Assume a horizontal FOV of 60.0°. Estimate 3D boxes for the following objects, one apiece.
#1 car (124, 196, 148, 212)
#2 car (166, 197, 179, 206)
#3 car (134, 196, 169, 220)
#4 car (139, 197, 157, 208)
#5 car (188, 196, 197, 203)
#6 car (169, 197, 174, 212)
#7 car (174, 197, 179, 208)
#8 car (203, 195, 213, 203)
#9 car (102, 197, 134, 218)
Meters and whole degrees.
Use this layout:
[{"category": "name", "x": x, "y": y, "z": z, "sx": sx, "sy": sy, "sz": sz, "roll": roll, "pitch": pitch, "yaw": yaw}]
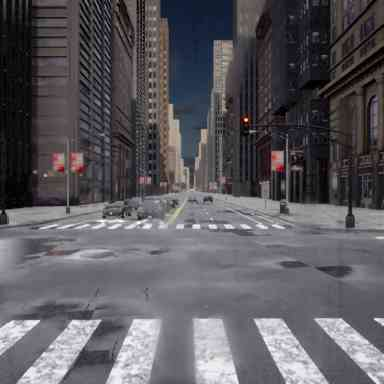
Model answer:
[{"category": "car", "x": -6.598, "y": 1.329, "z": 39.744, "sx": 2.097, "sy": 1.767, "sz": 4.553, "roll": 0, "pitch": 0, "yaw": 0}, {"category": "car", "x": -3.315, "y": 1.558, "z": 56.513, "sx": 1.895, "sy": 1.301, "sz": 4.718, "roll": 0, "pitch": 0, "yaw": 0}, {"category": "car", "x": -3.291, "y": 1.339, "z": 27.689, "sx": 2.097, "sy": 1.767, "sz": 4.553, "roll": 0, "pitch": 0, "yaw": -2}, {"category": "car", "x": -6.590, "y": 1.514, "z": 50.041, "sx": 2.033, "sy": 1.411, "sz": 5.357, "roll": 0, "pitch": 0, "yaw": 0}, {"category": "car", "x": 0.098, "y": 1.474, "z": 69.828, "sx": 2.033, "sy": 1.411, "sz": 5.357, "roll": 0, "pitch": 0, "yaw": 0}, {"category": "car", "x": -3.353, "y": 1.506, "z": 36.473, "sx": 1.812, "sy": 1.442, "sz": 4.674, "roll": 0, "pitch": 0, "yaw": 0}, {"category": "car", "x": -3.340, "y": 1.535, "z": 46.496, "sx": 1.994, "sy": 1.385, "sz": 4.181, "roll": 0, "pitch": 0, "yaw": 0}, {"category": "car", "x": 3.348, "y": 1.432, "z": 69.916, "sx": 1.837, "sy": 1.490, "sz": 4.892, "roll": 0, "pitch": 0, "yaw": 0}, {"category": "car", "x": -6.601, "y": 1.490, "z": 29.590, "sx": 1.837, "sy": 1.490, "sz": 4.892, "roll": 0, "pitch": 0, "yaw": 0}]
